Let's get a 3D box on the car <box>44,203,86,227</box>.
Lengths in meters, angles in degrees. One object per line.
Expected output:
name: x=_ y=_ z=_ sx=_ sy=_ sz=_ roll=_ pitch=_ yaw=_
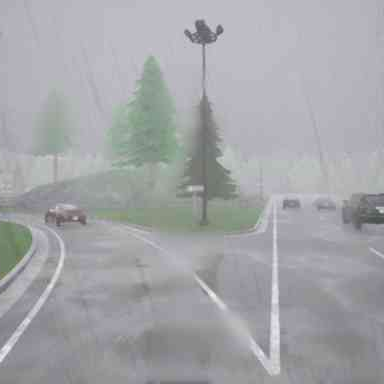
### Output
car: x=-8.544 y=1.443 z=22.364 sx=1.812 sy=1.442 sz=4.674 roll=0 pitch=0 yaw=-36

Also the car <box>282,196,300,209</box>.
car: x=11.700 y=1.199 z=39.357 sx=1.882 sy=1.535 sz=5.008 roll=0 pitch=0 yaw=14

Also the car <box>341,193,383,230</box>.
car: x=10.392 y=1.059 z=19.622 sx=2.150 sy=2.045 sz=5.566 roll=0 pitch=0 yaw=14

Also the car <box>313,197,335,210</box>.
car: x=14.847 y=1.280 z=37.516 sx=1.994 sy=1.385 sz=4.181 roll=0 pitch=0 yaw=14

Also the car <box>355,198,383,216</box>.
car: x=16.770 y=1.291 z=30.744 sx=2.033 sy=1.411 sz=5.357 roll=0 pitch=0 yaw=14
